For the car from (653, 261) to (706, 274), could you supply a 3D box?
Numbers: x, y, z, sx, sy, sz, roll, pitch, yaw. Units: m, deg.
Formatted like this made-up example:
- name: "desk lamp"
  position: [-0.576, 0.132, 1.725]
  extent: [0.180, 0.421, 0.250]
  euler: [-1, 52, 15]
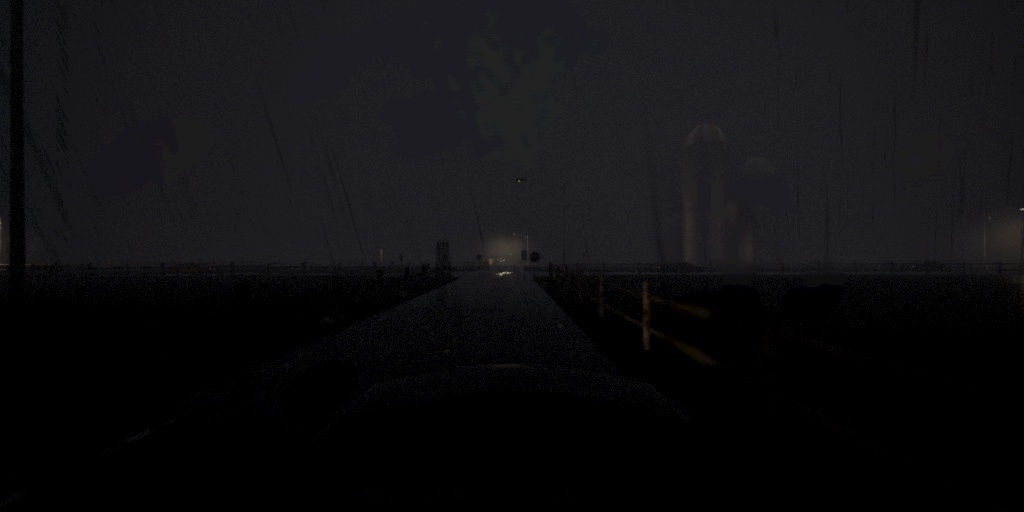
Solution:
- name: "car"
  position: [18.685, 1.287, 40.142]
  extent: [5.357, 1.411, 2.033]
  euler: [0, 0, 0]

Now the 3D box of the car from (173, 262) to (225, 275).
- name: "car"
  position: [-35.028, 1.400, 40.224]
  extent: [5.008, 1.535, 1.882]
  euler: [1, 0, 0]
